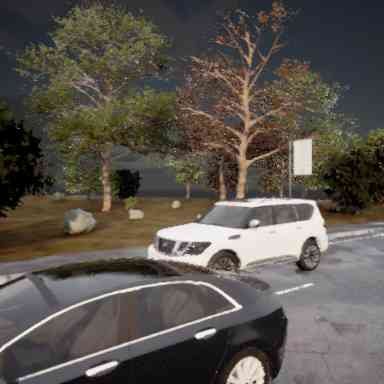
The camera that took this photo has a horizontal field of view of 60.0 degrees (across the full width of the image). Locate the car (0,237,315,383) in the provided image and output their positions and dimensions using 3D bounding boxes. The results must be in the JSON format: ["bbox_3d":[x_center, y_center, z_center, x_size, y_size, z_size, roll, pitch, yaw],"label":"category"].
[{"bbox_3d":[-1.124,1.507,3.185,4.892,1.490,1.837,0,0,-36],"label":"car"}]

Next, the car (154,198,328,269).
[{"bbox_3d":[1.534,1.222,9.372,5.566,2.045,2.150,0,0,-36],"label":"car"}]
